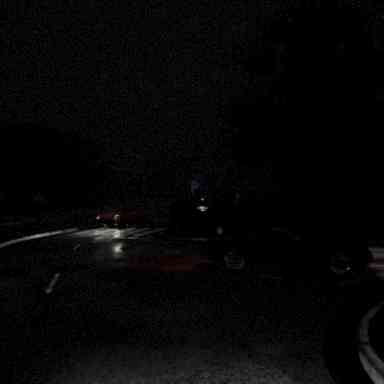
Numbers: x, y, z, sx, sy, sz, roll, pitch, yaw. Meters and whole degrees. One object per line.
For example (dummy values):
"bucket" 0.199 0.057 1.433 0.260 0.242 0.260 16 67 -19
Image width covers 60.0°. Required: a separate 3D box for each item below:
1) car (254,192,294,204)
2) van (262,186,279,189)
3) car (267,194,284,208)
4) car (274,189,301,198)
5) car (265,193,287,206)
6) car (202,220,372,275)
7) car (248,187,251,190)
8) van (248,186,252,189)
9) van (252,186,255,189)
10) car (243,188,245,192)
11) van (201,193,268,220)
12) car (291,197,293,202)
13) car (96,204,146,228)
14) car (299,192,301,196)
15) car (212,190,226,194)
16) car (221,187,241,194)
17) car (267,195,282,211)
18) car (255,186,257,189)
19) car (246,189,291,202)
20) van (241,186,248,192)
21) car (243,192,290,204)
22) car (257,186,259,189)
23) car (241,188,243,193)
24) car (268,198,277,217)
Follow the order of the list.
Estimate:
"car" 11.406 0.856 46.255 5.008 1.535 2.097 -2 1 21
"van" 13.531 0.445 51.374 4.442 1.987 1.878 -2 1 21
"car" 6.389 1.344 33.326 4.792 1.488 2.163 -2 1 21
"car" 18.509 0.250 64.329 4.792 1.488 2.163 -2 1 21
"car" 7.365 1.225 35.921 4.892 1.521 2.231 -2 1 21
"car" 2.794 1.648 10.209 4.718 1.301 1.895 -2 -2 18
"car" 11.077 0.158 81.325 5.008 1.535 2.097 -2 1 21
"van" 11.987 -0.158 83.974 4.442 1.987 1.878 -2 1 21
"van" 13.223 -0.261 86.496 4.442 1.987 1.878 -2 1 21
"car" 9.046 0.381 76.104 4.674 1.452 2.002 -2 1 21
"van" 3.214 1.372 25.625 4.442 1.987 1.878 -2 1 21
"car" 10.400 0.988 43.671 4.674 1.452 2.002 -2 1 21
"car" -5.504 1.780 26.080 2.097 1.767 4.553 -2 1 21
"car" 17.298 0.314 61.824 5.366 1.575 1.946 -2 1 21
"car" 2.803 1.033 47.365 2.097 1.767 4.553 -2 1 22
"car" 6.966 0.274 70.890 5.566 2.045 2.435 -2 1 21
"car" 5.178 1.410 30.821 5.366 1.575 1.946 -2 1 21
"car" 14.171 -0.100 89.143 4.792 1.488 2.163 -2 1 21
"car" 9.415 0.913 41.072 4.553 1.767 2.185 -2 1 21
"van" 10.162 0.020 78.666 4.442 1.987 1.878 -2 1 21
"car" 8.386 1.131 38.500 5.008 1.535 2.097 -2 1 21
"car" 15.163 -0.192 91.768 4.674 1.452 2.002 -2 2 21
"car" 7.849 0.435 73.562 5.366 1.575 1.946 -2 1 21
"car" 4.370 1.530 28.158 4.792 1.488 2.163 -2 1 21
